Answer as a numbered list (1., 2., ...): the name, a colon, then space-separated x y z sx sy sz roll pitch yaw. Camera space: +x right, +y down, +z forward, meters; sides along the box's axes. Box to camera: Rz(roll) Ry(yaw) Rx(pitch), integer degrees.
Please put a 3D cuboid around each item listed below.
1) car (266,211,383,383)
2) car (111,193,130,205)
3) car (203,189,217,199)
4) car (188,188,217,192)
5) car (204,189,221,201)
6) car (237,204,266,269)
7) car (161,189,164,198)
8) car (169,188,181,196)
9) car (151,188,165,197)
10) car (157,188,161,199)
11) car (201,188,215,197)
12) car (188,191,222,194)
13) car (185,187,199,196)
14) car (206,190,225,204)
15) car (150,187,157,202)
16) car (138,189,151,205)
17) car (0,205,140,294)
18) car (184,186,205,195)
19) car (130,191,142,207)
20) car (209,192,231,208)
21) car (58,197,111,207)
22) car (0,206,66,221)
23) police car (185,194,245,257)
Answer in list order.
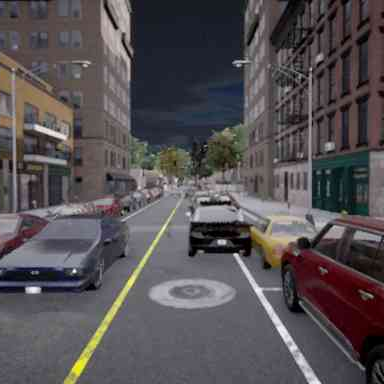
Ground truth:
1. car: 2.635 1.192 4.192 2.192 1.841 5.009 0 2 0
2. car: -5.411 0.969 20.733 1.887 1.381 4.507 0 2 0
3. car: 2.578 0.246 48.329 1.802 1.307 4.206 0 2 0
4. car: 0.792 0.680 27.742 1.801 1.575 5.366 0 2 0
5. car: 2.585 0.358 42.812 1.887 1.381 4.507 0 2 0
6. car: 2.623 1.244 9.882 1.752 1.417 4.829 0 2 0
7. car: -5.447 0.111 48.313 1.967 1.590 4.097 0 2 0
8. car: -2.826 0.026 57.322 1.895 1.301 4.718 0 2 0
9. car: -5.454 0.104 53.834 1.802 1.307 4.206 0 2 0
10. car: -5.440 0.350 42.628 1.752 1.417 4.829 0 2 0
11. car: 2.571 0.081 53.845 1.947 1.339 4.313 0 2 0
12. car: 0.800 0.922 21.557 1.812 1.442 4.674 0 2 0
13. car: -0.048 0.145 48.808 2.128 1.511 4.902 0 2 0
14. car: 2.592 0.483 37.465 1.752 1.417 4.829 0 2 0
15. car: -5.433 0.410 37.279 1.967 1.590 4.097 0 2 0
16. car: -5.425 0.670 31.766 2.008 1.369 4.403 0 2 0
17. car: -2.856 1.306 8.623 2.033 1.411 5.357 0 2 0
18. car: 0.551 -0.247 62.716 1.882 1.535 5.008 1 2 27
19. car: -5.418 0.837 26.250 1.947 1.339 4.313 0 2 0
20. car: 2.599 0.694 31.780 1.802 1.307 4.206 0 2 0
21. car: -5.404 1.128 15.216 2.008 1.369 4.403 0 2 0
22. car: -5.397 1.313 9.700 1.802 1.307 4.206 0 2 0
23. police car: 0.812 1.096 11.667 1.930 1.638 5.238 0 2 0
